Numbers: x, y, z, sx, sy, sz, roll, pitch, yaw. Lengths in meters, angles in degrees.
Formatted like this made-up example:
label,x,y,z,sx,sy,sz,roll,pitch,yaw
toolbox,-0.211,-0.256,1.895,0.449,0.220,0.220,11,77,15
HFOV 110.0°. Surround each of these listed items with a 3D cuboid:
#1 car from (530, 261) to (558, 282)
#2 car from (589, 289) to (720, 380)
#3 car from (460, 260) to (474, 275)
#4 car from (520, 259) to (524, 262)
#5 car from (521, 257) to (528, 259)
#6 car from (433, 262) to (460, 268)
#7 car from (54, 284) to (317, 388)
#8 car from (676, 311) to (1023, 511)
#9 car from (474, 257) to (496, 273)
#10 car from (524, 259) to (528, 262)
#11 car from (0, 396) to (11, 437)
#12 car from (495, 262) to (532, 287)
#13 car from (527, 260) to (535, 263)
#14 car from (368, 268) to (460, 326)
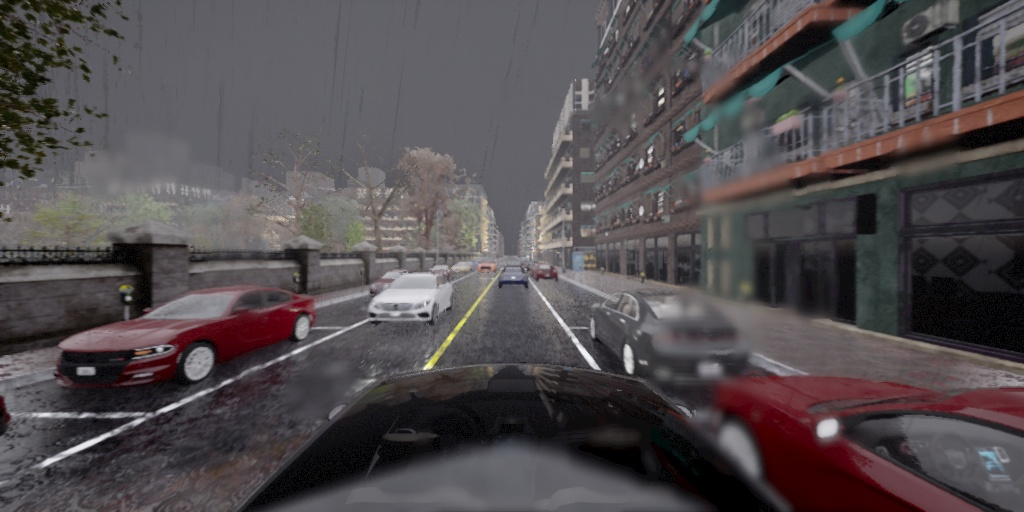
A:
label,x,y,z,sx,sy,sz,roll,pitch,yaw
car,2.690,1.312,29.185,1.888,1.381,4.507,0,0,0
car,2.690,1.303,7.044,2.007,1.370,4.403,0,0,0
car,-5.690,1.302,40.084,1.751,1.417,4.829,0,0,0
car,0.097,1.381,43.581,1.895,1.301,4.718,0,0,0
car,2.690,1.227,51.325,1.967,1.591,4.097,0,0,0
car,-5.690,1.349,29.184,1.802,1.307,4.207,0,0,0
car,-5.690,1.298,7.044,1.888,1.381,4.507,0,0,0
car,2.690,1.295,1.509,1.888,1.381,4.507,0,0,0
car,-3.081,1.132,44.589,2.097,1.767,4.553,0,0,0
car,2.690,1.348,45.790,1.948,1.339,4.313,0,0,0
car,-5.690,1.190,1.508,1.967,1.591,4.097,0,0,0
car,0.088,1.328,24.384,1.994,1.385,4.181,0,0,0
car,2.690,1.317,34.720,1.888,1.381,4.507,0,0,0
car,-3.074,1.281,11.830,1.812,1.442,4.674,0,0,0
